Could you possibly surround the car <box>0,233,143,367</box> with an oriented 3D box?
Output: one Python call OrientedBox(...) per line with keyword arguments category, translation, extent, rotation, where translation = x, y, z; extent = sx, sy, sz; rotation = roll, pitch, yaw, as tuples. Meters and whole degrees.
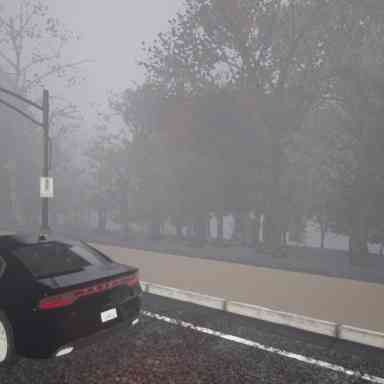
OrientedBox(category="car", translation=(-3.086, 1.478, 5.879), extent=(5.008, 1.535, 1.882), rotation=(0, 0, 37))
